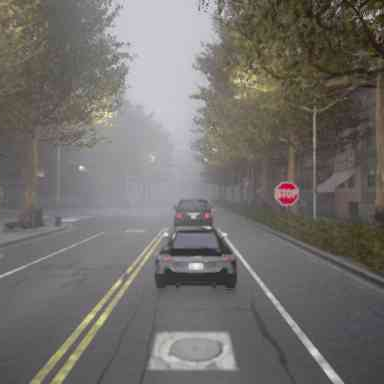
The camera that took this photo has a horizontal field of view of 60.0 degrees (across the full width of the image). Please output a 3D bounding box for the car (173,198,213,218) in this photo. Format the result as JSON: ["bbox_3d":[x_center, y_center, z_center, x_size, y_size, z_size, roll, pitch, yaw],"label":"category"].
[{"bbox_3d":[0.070,1.391,19.712,2.150,2.045,5.566,0,0,0],"label":"car"}]

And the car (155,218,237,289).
[{"bbox_3d":[0.097,1.645,9.411,1.994,1.385,4.181,0,-1,0],"label":"car"}]
